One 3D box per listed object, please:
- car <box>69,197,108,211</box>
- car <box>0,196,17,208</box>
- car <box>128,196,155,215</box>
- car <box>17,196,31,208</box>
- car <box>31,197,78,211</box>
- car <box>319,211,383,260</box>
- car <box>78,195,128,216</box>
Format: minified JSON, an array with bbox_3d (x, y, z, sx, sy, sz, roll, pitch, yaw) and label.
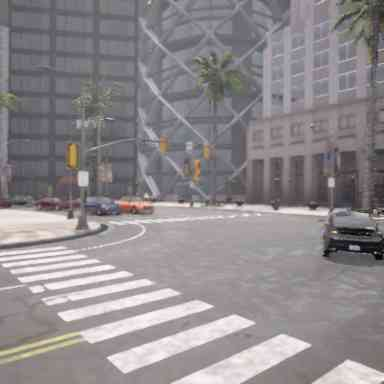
[{"bbox_3d":[-12.183,1.331,38.956,4.674,1.442,1.812,1,0,34],"label":"car"},{"bbox_3d":[-24.530,1.314,40.713,4.718,1.301,1.895,0,0,11],"label":"car"},{"bbox_3d":[-5.606,1.221,32.846,2.097,1.767,4.553,0,0,-43],"label":"car"},{"bbox_3d":[-22.089,1.215,43.602,4.902,1.511,2.128,0,0,14],"label":"car"},{"bbox_3d":[-15.165,1.268,36.792,5.008,1.535,1.882,0,0,31],"label":"car"},{"bbox_3d":[5.980,1.510,12.720,1.837,1.490,4.892,2,1,21],"label":"car"},{"bbox_3d":[-8.290,1.208,30.648,2.097,1.767,4.553,0,0,-43],"label":"car"}]
